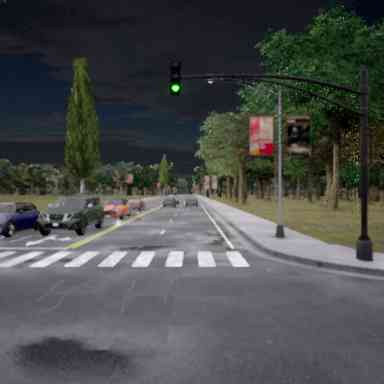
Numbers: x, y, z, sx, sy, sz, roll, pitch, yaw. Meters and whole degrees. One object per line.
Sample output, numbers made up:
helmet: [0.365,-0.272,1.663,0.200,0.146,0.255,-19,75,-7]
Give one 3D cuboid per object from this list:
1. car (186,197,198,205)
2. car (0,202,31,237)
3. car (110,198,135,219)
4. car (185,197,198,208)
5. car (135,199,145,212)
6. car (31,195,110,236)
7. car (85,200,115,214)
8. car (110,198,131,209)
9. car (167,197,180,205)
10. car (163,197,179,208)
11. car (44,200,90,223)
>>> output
car: [-0.004,1.595,59.293,1.895,1.301,4.718,0,0,0]
car: [-9.826,1.341,17.697,2.097,1.767,4.553,0,0,0]
car: [-6.568,1.335,28.474,2.097,1.767,4.553,0,0,0]
car: [-0.003,1.477,48.846,2.128,1.511,4.902,0,0,0]
car: [-6.556,1.507,38.504,1.812,1.442,4.674,0,0,1]
car: [-6.573,1.210,18.801,2.150,2.045,5.566,0,0,0]
car: [-9.823,1.582,35.956,1.895,1.301,4.718,0,0,0]
car: [-9.818,1.548,46.012,1.994,1.385,4.181,0,0,0]
car: [-3.254,1.596,59.292,1.895,1.301,4.718,0,0,0]
car: [-3.253,1.477,48.846,2.128,1.511,4.902,0,0,0]
car: [-9.824,1.489,26.651,1.837,1.490,4.892,0,0,0]
